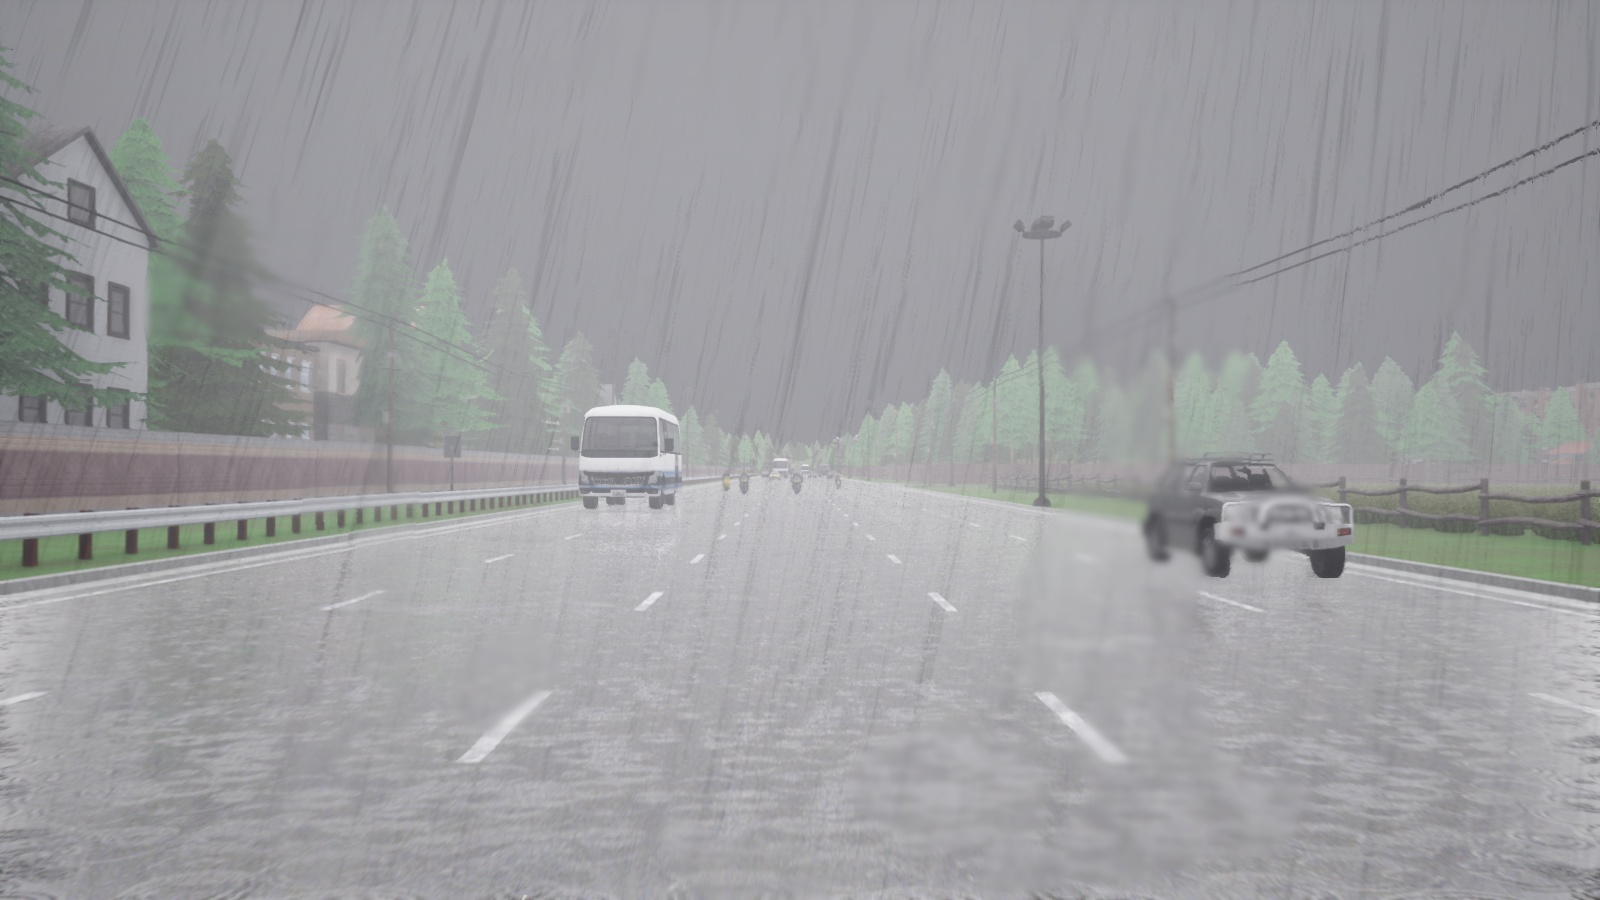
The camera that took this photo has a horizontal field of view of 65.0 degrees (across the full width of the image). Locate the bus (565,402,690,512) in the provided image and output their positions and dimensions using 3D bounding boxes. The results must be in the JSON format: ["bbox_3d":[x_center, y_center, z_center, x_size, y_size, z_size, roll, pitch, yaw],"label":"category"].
[{"bbox_3d":[-7.134,0.366,53.711,3.944,4.253,10.273,0,-1,0],"label":"bus"}]

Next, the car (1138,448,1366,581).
[{"bbox_3d":[6.951,0.937,19.910,1.932,1.855,4.605,0,-1,0],"label":"car"}]
